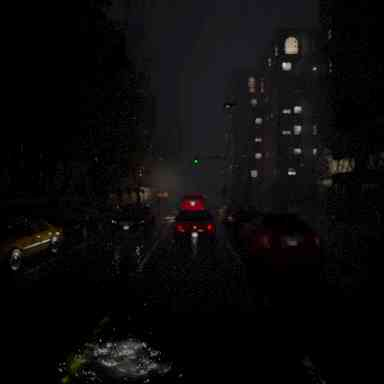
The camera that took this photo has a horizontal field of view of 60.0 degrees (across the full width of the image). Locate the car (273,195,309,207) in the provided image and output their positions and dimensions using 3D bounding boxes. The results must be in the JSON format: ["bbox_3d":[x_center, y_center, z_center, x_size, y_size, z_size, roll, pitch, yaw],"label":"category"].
[{"bbox_3d":[14.615,1.376,49.092,5.009,1.841,2.192,1,-1,0],"label":"car"}]

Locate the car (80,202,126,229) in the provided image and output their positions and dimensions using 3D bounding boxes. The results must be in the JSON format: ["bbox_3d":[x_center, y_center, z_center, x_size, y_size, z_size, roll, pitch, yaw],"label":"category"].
[{"bbox_3d":[-5.692,1.425,21.929,1.752,1.417,4.829,0,0,0],"label":"car"}]

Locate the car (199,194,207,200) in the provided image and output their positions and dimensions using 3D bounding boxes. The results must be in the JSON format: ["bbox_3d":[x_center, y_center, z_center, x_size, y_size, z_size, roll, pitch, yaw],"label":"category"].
[{"bbox_3d":[2.688,1.218,82.271,2.008,1.369,4.403,0,0,0],"label":"car"}]

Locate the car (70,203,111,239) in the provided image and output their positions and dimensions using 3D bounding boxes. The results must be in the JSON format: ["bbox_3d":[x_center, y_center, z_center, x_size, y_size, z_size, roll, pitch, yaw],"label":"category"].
[{"bbox_3d":[-5.691,1.474,16.468,2.008,1.369,4.403,0,0,0],"label":"car"}]

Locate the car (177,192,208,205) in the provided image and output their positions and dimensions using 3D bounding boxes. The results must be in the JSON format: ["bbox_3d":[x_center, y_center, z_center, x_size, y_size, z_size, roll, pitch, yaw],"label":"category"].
[{"bbox_3d":[0.147,1.084,30.766,2.150,2.045,5.566,0,0,2],"label":"car"}]

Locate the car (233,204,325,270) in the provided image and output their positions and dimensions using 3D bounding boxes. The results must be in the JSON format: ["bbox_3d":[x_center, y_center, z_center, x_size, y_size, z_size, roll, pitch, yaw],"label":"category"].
[{"bbox_3d":[2.688,1.388,10.838,1.967,1.590,4.097,0,0,0],"label":"car"}]

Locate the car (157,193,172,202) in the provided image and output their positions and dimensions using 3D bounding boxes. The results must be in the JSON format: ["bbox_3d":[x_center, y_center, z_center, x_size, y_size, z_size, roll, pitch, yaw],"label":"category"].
[{"bbox_3d":[-5.694,1.040,65.664,2.192,1.841,5.009,0,0,0],"label":"car"}]

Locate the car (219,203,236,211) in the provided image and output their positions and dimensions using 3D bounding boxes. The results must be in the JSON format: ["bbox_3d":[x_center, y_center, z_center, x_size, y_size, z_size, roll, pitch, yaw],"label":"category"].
[{"bbox_3d":[2.688,1.423,22.270,1.752,1.417,4.829,0,0,0],"label":"car"}]

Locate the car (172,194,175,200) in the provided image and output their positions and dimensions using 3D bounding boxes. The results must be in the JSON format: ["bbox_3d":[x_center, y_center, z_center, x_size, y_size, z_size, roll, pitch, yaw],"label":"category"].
[{"bbox_3d":[-5.693,1.126,76.735,1.967,1.590,4.097,0,0,0],"label":"car"}]

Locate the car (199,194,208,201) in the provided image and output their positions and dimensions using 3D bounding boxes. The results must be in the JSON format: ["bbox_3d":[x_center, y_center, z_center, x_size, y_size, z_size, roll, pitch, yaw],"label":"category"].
[{"bbox_3d":[2.688,1.231,76.735,1.887,1.381,4.507,0,0,0],"label":"car"}]

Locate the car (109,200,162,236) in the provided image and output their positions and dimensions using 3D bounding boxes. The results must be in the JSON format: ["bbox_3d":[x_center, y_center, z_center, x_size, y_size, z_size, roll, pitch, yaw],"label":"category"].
[{"bbox_3d":[-3.092,1.407,18.081,2.128,1.511,4.902,0,0,0],"label":"car"}]

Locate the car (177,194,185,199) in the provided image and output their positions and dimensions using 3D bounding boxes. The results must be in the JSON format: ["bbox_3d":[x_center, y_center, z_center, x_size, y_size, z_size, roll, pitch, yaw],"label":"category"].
[{"bbox_3d":[-2.999,1.174,90.572,2.033,1.411,5.357,0,0,0],"label":"car"}]

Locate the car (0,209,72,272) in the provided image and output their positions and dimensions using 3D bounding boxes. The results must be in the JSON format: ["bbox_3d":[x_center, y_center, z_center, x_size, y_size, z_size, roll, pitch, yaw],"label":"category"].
[{"bbox_3d":[-5.692,1.474,10.668,1.752,1.417,4.829,0,0,0],"label":"car"}]

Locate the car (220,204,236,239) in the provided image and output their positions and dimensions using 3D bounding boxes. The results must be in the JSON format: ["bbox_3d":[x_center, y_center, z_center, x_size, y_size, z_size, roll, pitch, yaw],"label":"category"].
[{"bbox_3d":[2.689,1.489,16.469,1.947,1.339,4.313,0,0,0],"label":"car"}]

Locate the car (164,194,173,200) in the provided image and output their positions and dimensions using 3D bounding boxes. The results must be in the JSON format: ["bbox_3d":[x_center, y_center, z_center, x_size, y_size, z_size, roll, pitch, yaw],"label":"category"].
[{"bbox_3d":[-5.693,1.212,82.271,1.887,1.381,4.507,0,0,0],"label":"car"}]

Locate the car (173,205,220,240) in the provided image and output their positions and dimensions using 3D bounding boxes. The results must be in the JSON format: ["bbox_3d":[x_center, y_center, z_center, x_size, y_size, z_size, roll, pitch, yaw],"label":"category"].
[{"bbox_3d":[0.103,1.524,16.389,1.895,1.301,4.718,0,0,-1],"label":"car"}]

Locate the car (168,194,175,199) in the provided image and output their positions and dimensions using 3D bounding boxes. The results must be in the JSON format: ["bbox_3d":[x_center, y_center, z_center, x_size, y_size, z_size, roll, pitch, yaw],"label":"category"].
[{"bbox_3d":[-5.693,1.212,93.341,1.802,1.307,4.206,0,0,0],"label":"car"}]

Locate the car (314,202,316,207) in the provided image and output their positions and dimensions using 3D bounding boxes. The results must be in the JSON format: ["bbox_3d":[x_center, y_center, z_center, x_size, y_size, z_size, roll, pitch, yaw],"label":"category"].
[{"bbox_3d":[20.306,1.709,49.109,4.507,1.381,1.887,1,-1,0],"label":"car"}]

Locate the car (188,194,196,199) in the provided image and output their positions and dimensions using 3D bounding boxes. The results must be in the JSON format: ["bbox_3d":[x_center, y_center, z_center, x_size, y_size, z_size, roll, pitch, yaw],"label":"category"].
[{"bbox_3d":[0.001,1.214,88.922,1.895,1.301,4.718,0,0,0],"label":"car"}]
